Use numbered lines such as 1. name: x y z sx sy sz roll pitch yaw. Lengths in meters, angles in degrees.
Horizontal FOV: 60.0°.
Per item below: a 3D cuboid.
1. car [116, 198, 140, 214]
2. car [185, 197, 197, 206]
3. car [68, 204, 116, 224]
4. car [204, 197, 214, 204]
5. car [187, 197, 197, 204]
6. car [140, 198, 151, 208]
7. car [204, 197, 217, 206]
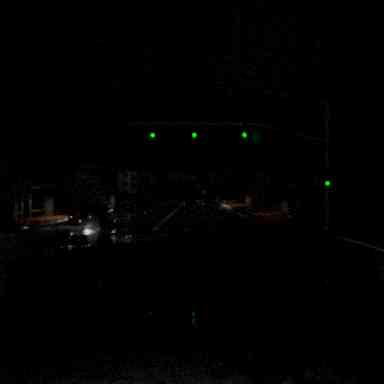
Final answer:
1. car: -7.490 1.617 37.525 1.812 1.442 4.674 0 0 1
2. car: -0.152 1.697 59.287 1.994 1.385 4.181 0 0 1
3. car: -7.640 1.612 25.430 2.033 1.411 5.357 0 0 1
4. car: 3.443 1.698 67.532 1.994 1.385 4.181 0 0 1
5. car: -0.055 1.699 67.644 1.994 1.385 4.181 0 0 1
6. car: -7.329 1.598 49.953 1.882 1.535 5.008 0 1 1
7. car: 3.348 1.694 59.246 1.994 1.385 4.181 0 0 1
